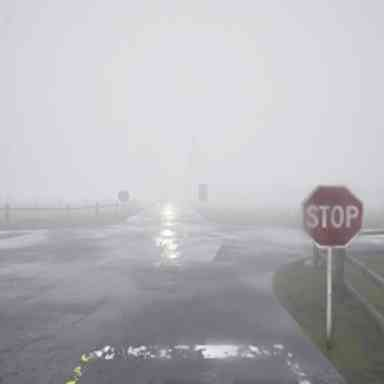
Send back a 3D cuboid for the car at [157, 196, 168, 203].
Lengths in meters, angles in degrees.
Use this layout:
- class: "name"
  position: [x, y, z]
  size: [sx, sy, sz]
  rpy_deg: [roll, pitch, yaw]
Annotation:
- class: "car"
  position: [-5.869, 1.512, 66.726]
  size: [1.812, 1.442, 4.674]
  rpy_deg: [0, 0, -5]
